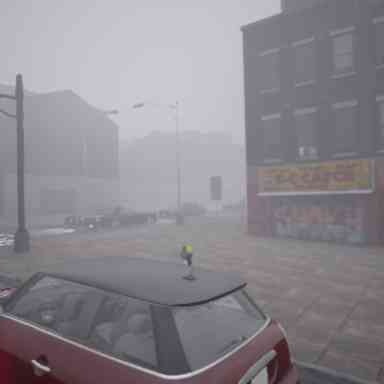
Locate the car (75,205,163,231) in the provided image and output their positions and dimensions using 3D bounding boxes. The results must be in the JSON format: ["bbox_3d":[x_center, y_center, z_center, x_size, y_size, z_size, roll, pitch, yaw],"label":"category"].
[{"bbox_3d":[-4.139,1.516,19.600,1.895,1.301,4.718,-2,-1,35],"label":"car"}]

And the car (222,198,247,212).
[{"bbox_3d":[5.284,1.473,37.822,1.882,1.535,5.008,-2,-1,36],"label":"car"}]

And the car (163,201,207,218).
[{"bbox_3d":[-0.761,1.549,29.487,2.033,1.411,5.357,-2,-1,35],"label":"car"}]

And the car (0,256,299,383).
[{"bbox_3d":[-1.075,1.437,3.609,4.097,1.590,1.967,0,-2,36],"label":"car"}]

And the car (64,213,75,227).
[{"bbox_3d":[-6.234,1.570,21.911,1.994,1.385,4.181,-2,-1,36],"label":"car"}]
